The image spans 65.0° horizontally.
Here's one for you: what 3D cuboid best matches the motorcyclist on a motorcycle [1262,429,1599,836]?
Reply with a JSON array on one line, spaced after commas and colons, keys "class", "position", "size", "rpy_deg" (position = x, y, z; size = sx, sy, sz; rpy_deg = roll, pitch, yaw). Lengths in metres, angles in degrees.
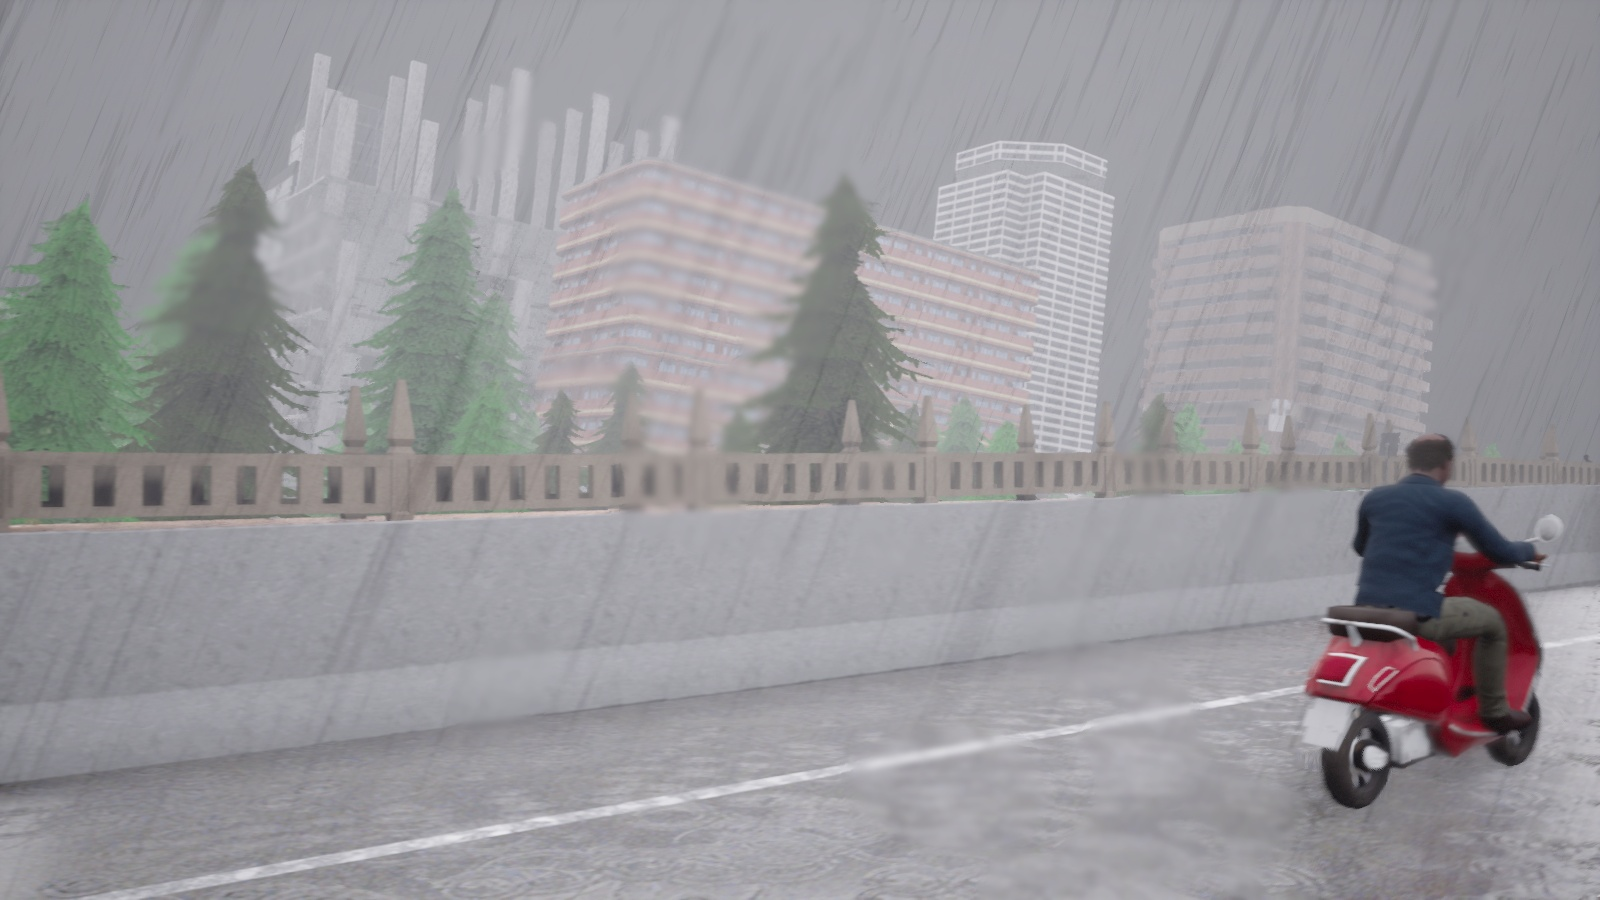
[{"class": "motorcyclist on a motorcycle", "position": [3.061, 0.719, 5.789], "size": [1.817, 1.590, 0.866], "rpy_deg": [0, 0, -35]}]
